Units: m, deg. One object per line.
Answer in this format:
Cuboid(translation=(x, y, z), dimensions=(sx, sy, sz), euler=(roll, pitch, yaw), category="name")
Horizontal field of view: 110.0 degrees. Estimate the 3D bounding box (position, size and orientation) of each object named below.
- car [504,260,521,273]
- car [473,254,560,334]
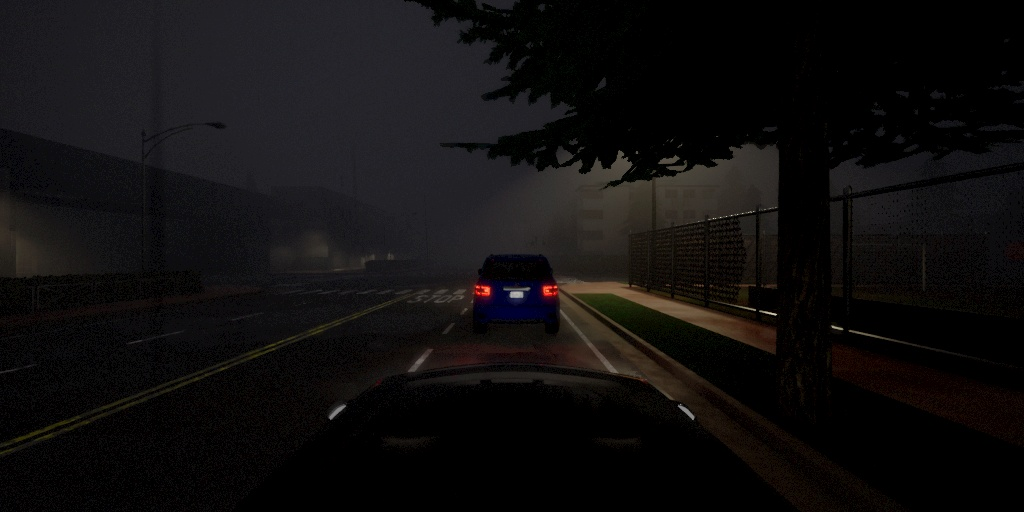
Cuboid(translation=(0.022, 1.242, 45.675), dimensions=(2.128, 1.511, 4.902), euler=(0, 0, 0), category="car")
Cuboid(translation=(0.115, 0.972, 10.809), dimensions=(2.150, 2.045, 5.566), euler=(0, 0, 0), category="car")
